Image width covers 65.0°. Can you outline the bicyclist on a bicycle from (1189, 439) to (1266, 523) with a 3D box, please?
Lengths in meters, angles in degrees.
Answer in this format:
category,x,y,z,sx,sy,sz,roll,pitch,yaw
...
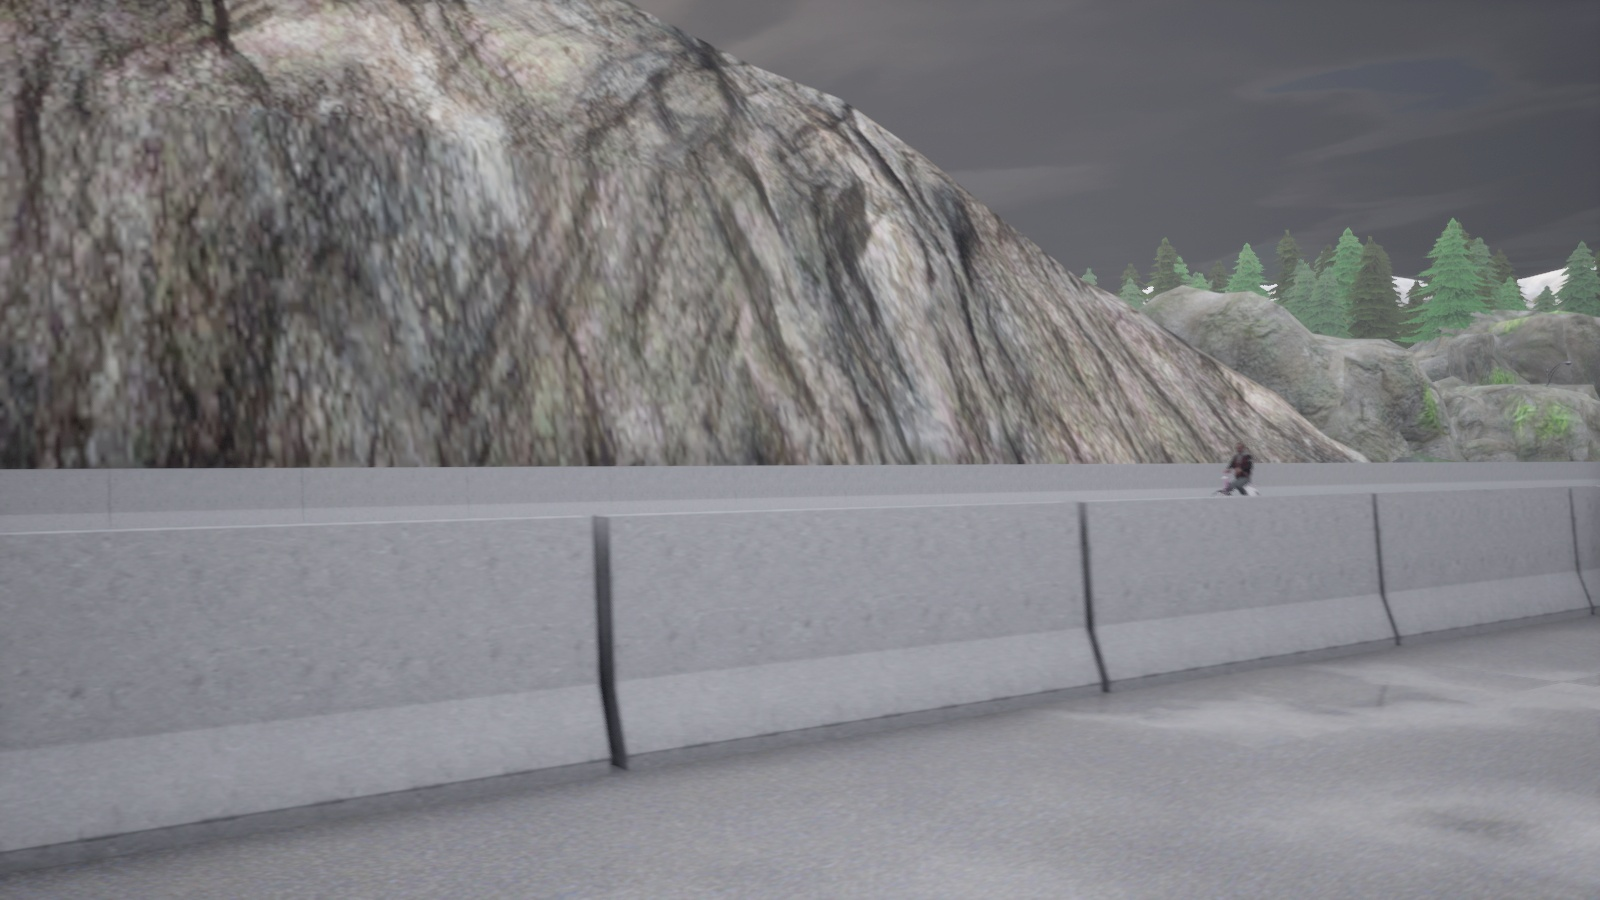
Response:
category,x,y,z,sx,sy,sz,roll,pitch,yaw
bicyclist on a bicycle,9.411,0.666,27.615,1.843,1.776,0.659,0,0,-36
